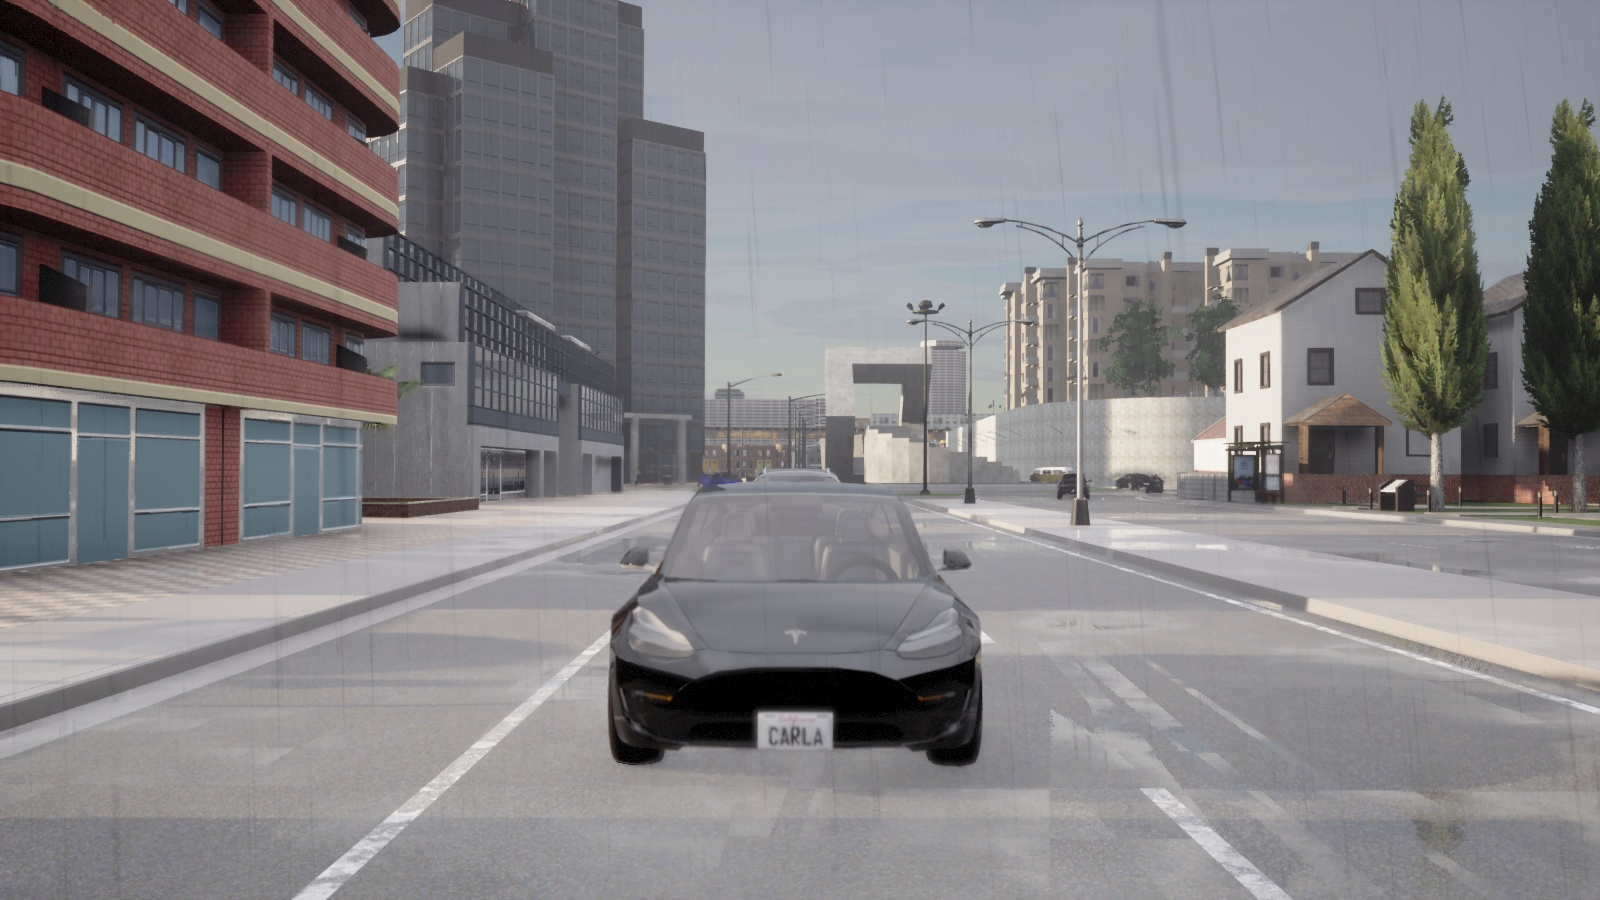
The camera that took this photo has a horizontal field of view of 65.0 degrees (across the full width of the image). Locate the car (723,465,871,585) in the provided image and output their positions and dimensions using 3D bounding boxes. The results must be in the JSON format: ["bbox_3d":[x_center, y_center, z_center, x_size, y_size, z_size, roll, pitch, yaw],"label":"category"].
[{"bbox_3d":[-0.045,1.076,19.770,2.033,1.649,4.856,0,-1,0],"label":"car"}]

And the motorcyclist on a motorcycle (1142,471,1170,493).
[{"bbox_3d":[25.121,2.232,88.546,2.191,1.530,0.866,1,-2,-42],"label":"motorcyclist on a motorcycle"}]

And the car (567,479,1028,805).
[{"bbox_3d":[-0.019,0.953,8.299,2.163,1.488,4.792,0,-1,0],"label":"car"}]

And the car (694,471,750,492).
[{"bbox_3d":[-5.844,2.353,93.611,2.007,1.525,4.514,0,-1,-36],"label":"car"}]

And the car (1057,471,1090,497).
[{"bbox_3d":[16.161,1.996,74.090,1.837,1.490,4.892,0,-1,13],"label":"car"}]
